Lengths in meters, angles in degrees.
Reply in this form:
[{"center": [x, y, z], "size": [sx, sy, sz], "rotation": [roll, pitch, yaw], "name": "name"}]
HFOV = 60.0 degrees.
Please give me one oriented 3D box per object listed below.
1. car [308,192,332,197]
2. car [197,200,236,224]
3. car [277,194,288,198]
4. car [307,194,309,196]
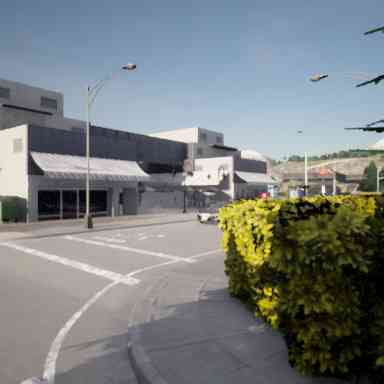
[{"center": [15.496, 1.167, 38.153], "size": [2.097, 1.767, 4.553], "rotation": [0, 0, 39], "name": "car"}, {"center": [2.271, 1.308, 21.858], "size": [2.128, 1.511, 4.902], "rotation": [0, 0, 39], "name": "car"}, {"center": [20.165, 1.228, 74.248], "size": [1.970, 1.475, 3.806], "rotation": [0, 0, 39], "name": "car"}, {"center": [27.432, 1.296, 77.454], "size": [2.007, 1.523, 4.514], "rotation": [0, 0, 39], "name": "car"}]
